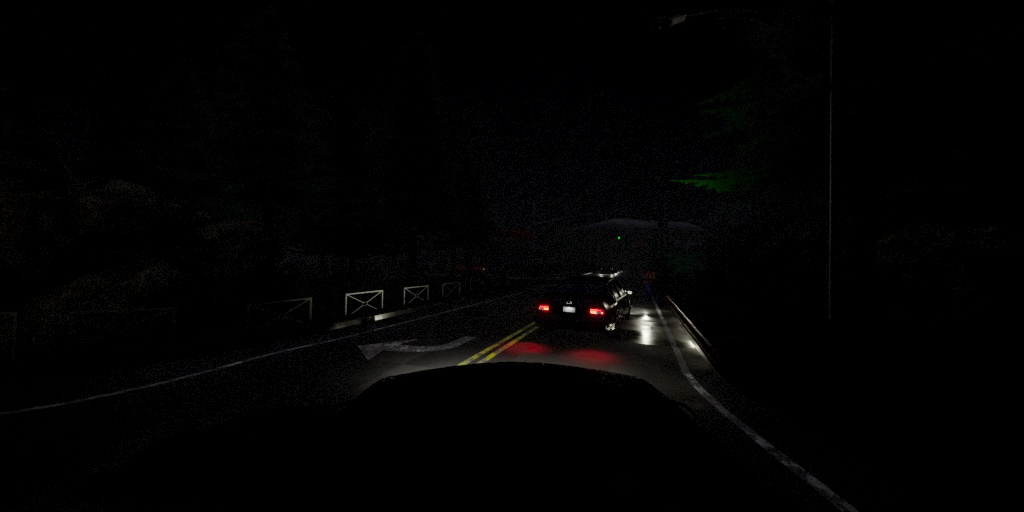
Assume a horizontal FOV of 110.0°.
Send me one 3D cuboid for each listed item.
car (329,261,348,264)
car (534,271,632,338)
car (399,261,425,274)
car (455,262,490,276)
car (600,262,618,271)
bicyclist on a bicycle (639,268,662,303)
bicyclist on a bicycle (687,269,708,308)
[{"bbox_3d":[-23.289,1.525,51.321,4.674,1.442,1.812,1,-1,23],"label":"car"},{"bbox_3d":[2.277,1.289,10.267,2.033,1.411,5.357,1,-1,24],"label":"car"},{"bbox_3d":[-13.884,1.480,47.703,4.553,1.767,2.097,1,-1,20],"label":"car"},{"bbox_3d":[-4.994,1.605,44.528,4.553,1.767,2.097,1,-1,20],"label":"car"},{"bbox_3d":[15.462,2.024,57.933,2.097,1.767,4.553,1,-1,20],"label":"car"},{"bbox_3d":[6.385,1.361,16.485,1.656,1.620,0.582,1,-1,-32],"label":"bicyclist on a bicycle"},{"bbox_3d":[7.833,1.372,15.106,1.656,1.620,0.582,1,-1,-35],"label":"bicyclist on a bicycle"}]
